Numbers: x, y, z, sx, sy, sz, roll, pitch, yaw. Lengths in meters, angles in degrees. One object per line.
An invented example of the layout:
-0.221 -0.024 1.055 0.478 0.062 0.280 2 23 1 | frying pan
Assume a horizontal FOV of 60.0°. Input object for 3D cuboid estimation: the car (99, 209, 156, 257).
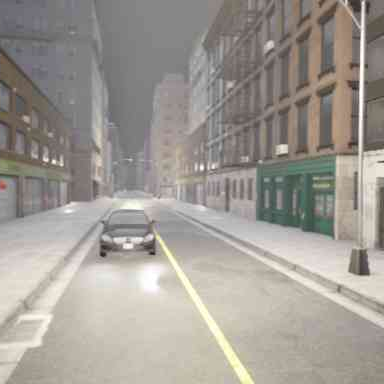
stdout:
-2.397 1.392 12.556 1.812 1.442 4.674 1 1 -11 | car
